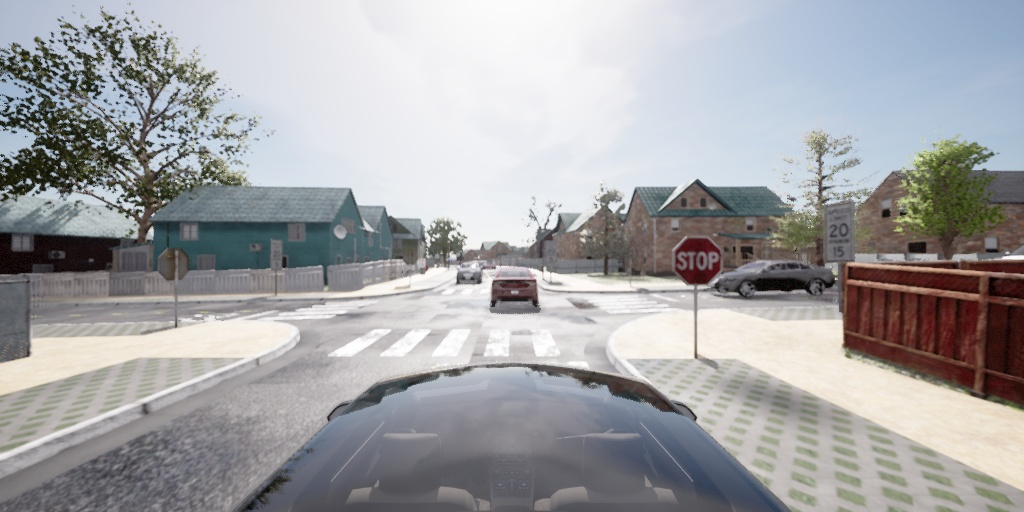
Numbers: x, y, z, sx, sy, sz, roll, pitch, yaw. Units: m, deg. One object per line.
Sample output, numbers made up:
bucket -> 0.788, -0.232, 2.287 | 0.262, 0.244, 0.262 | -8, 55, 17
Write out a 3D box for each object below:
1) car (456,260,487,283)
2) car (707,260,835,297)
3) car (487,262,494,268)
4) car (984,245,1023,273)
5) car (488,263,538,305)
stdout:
car -> -3.284, 1.290, 28.080 | 2.128, 1.511, 4.902 | 0, 0, -3
car -> 11.125, 0.934, 15.608 | 4.902, 1.511, 2.128 | -1, 0, 0
car -> -3.724, 1.546, 57.914 | 1.895, 1.301, 4.718 | 0, 0, -10
car -> 23.868, 0.359, 15.563 | 5.566, 2.045, 2.150 | -1, 0, 0
car -> 0.075, 1.227, 15.906 | 1.882, 1.535, 5.008 | 0, 0, -1
